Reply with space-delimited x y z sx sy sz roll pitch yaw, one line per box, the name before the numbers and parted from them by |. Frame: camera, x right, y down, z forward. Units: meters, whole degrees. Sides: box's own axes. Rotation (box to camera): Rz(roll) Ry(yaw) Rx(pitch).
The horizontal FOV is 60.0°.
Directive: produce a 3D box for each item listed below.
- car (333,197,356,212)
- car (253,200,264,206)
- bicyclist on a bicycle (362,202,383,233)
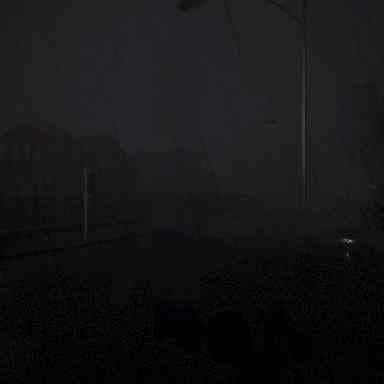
car | 17.989 1.352 39.148 2.097 1.767 4.553 0 0 32
car | 7.350 1.356 46.532 5.357 1.415 2.033 0 0 34
bicyclist on a bicycle | 9.638 1.349 17.023 1.656 1.620 0.582 0 0 31
